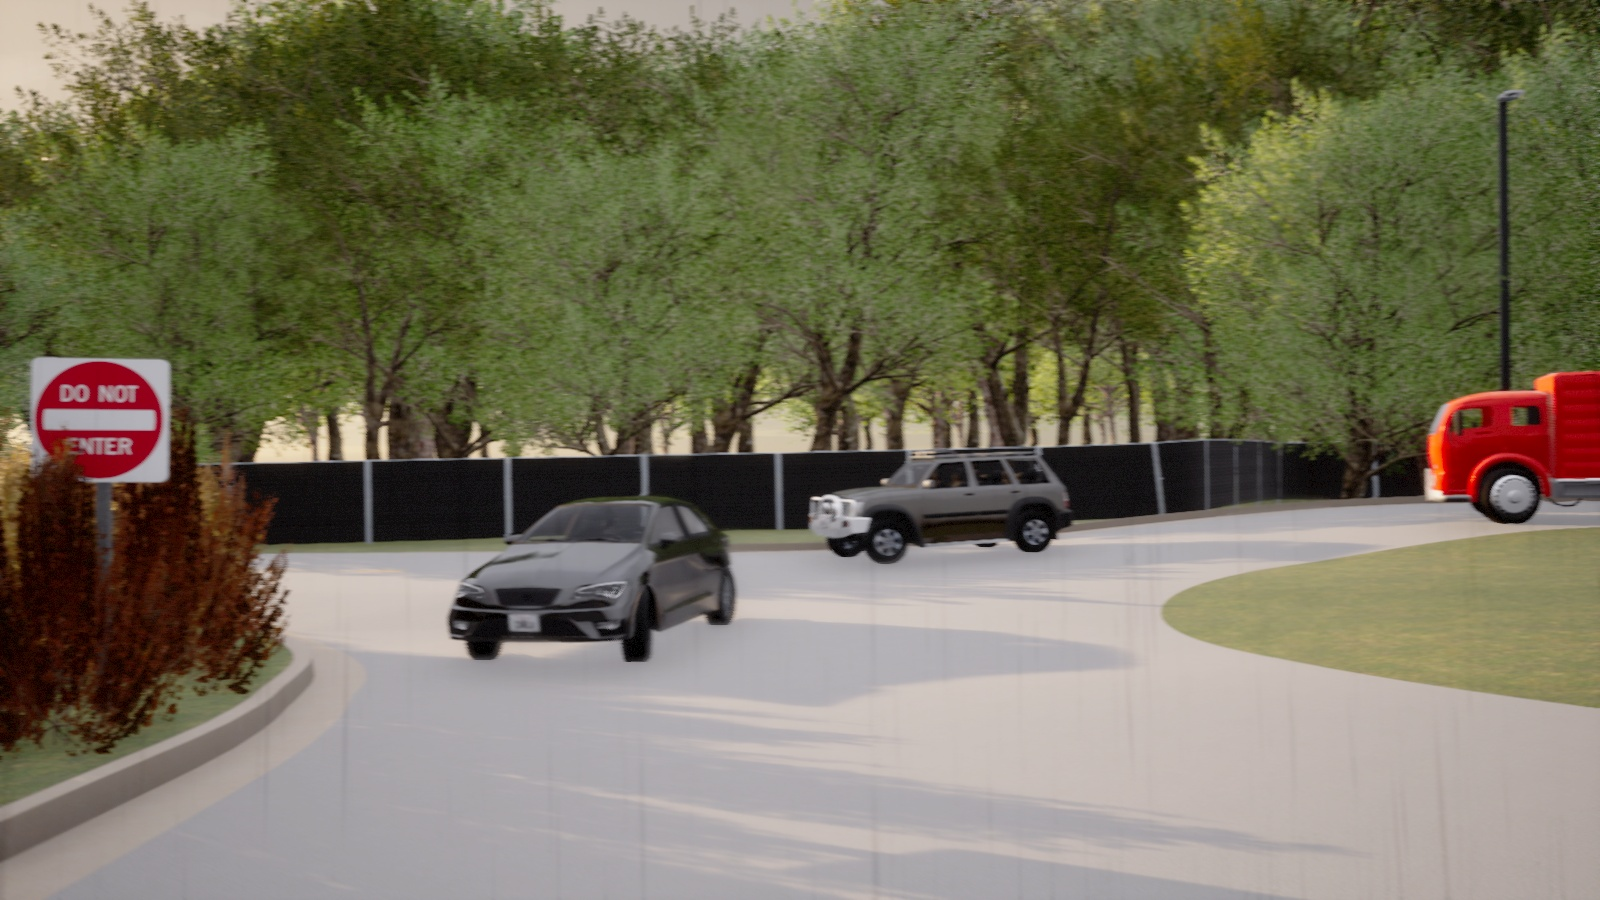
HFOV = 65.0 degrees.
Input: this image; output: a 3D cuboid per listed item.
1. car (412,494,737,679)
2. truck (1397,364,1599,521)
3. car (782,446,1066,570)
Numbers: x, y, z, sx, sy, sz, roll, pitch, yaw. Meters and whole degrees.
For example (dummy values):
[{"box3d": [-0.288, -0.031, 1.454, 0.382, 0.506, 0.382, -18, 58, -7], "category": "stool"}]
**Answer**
[{"box3d": [-2.058, 1.249, 12.800, 1.816, 1.474, 4.193, -2, -1, 11], "category": "car"}, {"box3d": [13.100, -0.155, 21.238, 5.204, 2.467, 2.627, -2, 0, 22], "category": "truck"}, {"box3d": [2.209, 0.955, 22.410, 4.605, 1.855, 1.932, -3, 0, -22], "category": "car"}]
